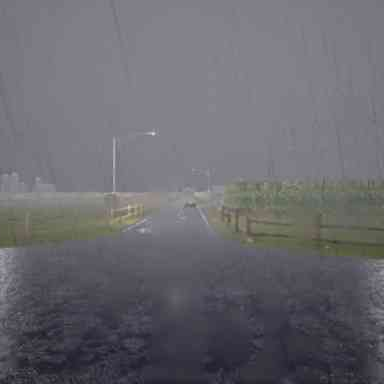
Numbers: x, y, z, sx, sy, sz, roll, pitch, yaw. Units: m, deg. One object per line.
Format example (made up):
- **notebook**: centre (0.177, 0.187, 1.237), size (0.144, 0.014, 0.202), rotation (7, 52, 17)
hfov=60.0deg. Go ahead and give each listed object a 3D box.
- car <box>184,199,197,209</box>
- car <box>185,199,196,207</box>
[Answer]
- **car**: centre (-0.279, 1.875, 56.077), size (2.097, 1.767, 4.553), rotation (0, 0, 0)
- **car**: centre (-0.330, 2.174, 66.144), size (1.994, 1.385, 4.181), rotation (0, 0, 0)
